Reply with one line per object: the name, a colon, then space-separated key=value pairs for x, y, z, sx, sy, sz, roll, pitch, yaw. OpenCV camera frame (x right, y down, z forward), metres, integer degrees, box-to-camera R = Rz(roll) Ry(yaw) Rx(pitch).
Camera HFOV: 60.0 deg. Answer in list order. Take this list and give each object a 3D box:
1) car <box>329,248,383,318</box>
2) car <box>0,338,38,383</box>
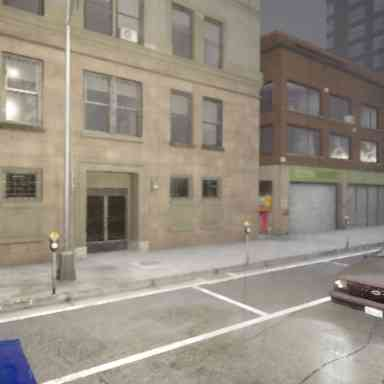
car: x=5.195 y=1.629 z=7.071 sx=5.357 sy=1.411 sz=2.033 roll=1 pitch=0 yaw=-35
car: x=-3.056 y=1.582 z=1.186 sx=4.718 sy=1.301 sz=1.895 roll=1 pitch=0 yaw=-35
